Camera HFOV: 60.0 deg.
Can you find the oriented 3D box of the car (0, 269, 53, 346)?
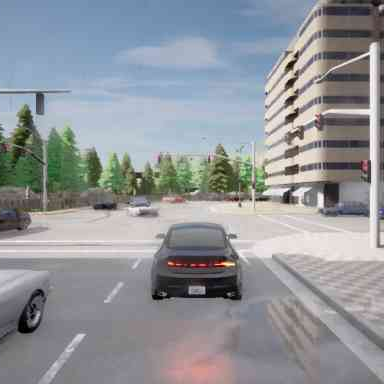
[{"bbox_3d":[-3.427,1.601,3.832,1.895,1.301,4.718,0,0,0],"label":"car"}]

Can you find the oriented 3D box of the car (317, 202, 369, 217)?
[{"bbox_3d":[14.595,1.603,31.027,5.357,1.411,2.033,0,0,0],"label":"car"}]

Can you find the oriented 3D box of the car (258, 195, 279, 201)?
[{"bbox_3d":[18.493,1.500,80.591,4.892,1.490,1.837,0,0,-22],"label":"car"}]

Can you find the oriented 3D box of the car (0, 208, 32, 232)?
[{"bbox_3d":[-10.573,1.551,17.775,2.033,1.411,5.357,0,0,0],"label":"car"}]

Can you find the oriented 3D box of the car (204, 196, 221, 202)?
[{"bbox_3d":[4.662,1.552,75.149,1.994,1.385,4.181,0,0,42],"label":"car"}]

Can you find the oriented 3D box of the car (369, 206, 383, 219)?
[{"bbox_3d":[17.692,1.581,27.518,4.674,1.442,1.812,0,0,0],"label":"car"}]

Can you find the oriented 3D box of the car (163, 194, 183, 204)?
[{"bbox_3d":[-3.550,1.351,62.457,2.097,1.767,4.553,0,0,24],"label":"car"}]

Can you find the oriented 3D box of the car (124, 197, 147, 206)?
[{"bbox_3d":[-9.381,1.547,55.591,2.033,1.411,5.357,0,0,12],"label":"car"}]

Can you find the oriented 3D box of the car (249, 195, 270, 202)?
[{"bbox_3d":[15.170,1.595,74.804,4.718,1.301,1.895,0,0,-33],"label":"car"}]

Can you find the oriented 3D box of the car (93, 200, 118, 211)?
[{"bbox_3d":[-10.447,1.601,40.251,1.895,1.301,4.718,0,0,1],"label":"car"}]

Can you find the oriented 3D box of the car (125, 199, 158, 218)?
[{"bbox_3d":[-4.710,1.630,30.772,1.895,1.301,4.718,0,0,-26],"label":"car"}]

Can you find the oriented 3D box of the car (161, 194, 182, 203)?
[{"bbox_3d":[-4.202,1.355,69.361,2.097,1.767,4.553,0,0,31],"label":"car"}]

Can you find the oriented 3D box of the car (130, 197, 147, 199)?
[{"bbox_3d":[-6.832,1.478,44.314,1.882,1.535,5.008,0,0,3],"label":"car"}]

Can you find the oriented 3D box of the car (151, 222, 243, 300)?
[{"bbox_3d":[0.114,1.505,8.354,1.837,1.490,4.892,0,0,1],"label":"car"}]

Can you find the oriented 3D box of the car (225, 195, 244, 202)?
[{"bbox_3d":[9.696,1.478,75.074,5.008,1.535,1.882,0,0,-41],"label":"car"}]
